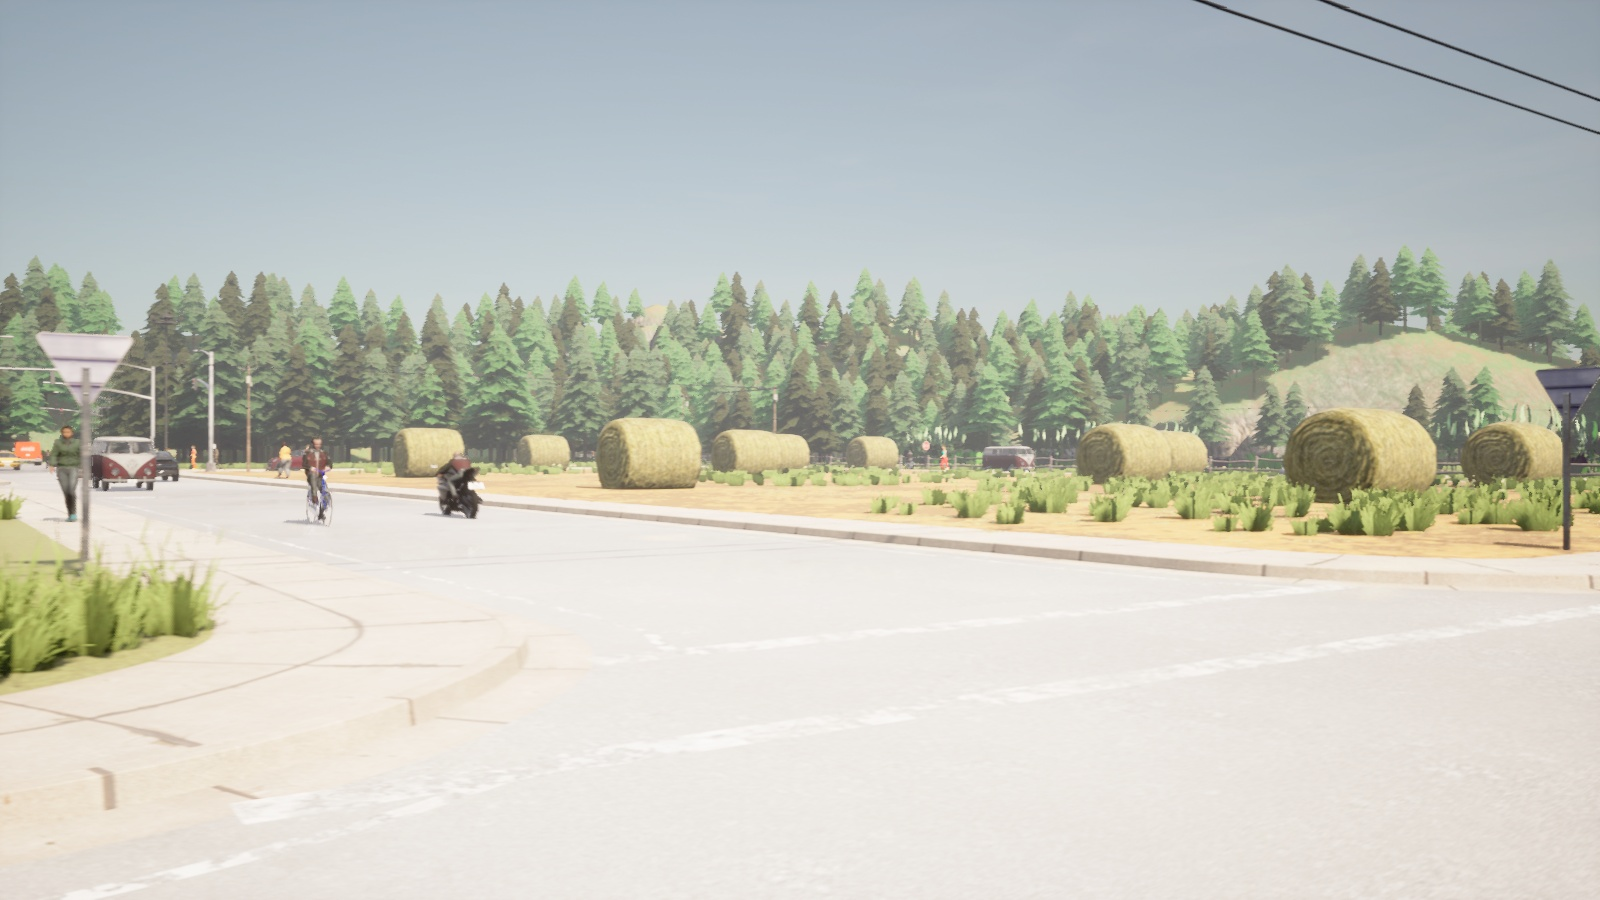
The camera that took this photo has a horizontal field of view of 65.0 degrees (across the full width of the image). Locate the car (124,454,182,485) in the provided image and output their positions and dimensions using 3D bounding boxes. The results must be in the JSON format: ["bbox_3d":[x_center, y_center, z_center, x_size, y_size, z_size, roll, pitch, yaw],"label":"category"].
[{"bbox_3d":[-32.137,0.946,62.302,1.837,1.490,4.892,0,0,-36],"label":"car"}]

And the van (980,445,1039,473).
[{"bbox_3d":[15.384,0.657,92.477,1.775,1.987,4.442,0,0,-32],"label":"van"}]

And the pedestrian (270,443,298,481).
[{"bbox_3d":[-25.084,0.585,61.013,0.900,1.855,0.874,0,0,26],"label":"pedestrian"}]

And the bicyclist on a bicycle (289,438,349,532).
[{"bbox_3d":[-9.519,0.670,24.831,0.659,1.776,1.843,0,0,-36],"label":"bicyclist on a bicycle"}]

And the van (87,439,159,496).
[{"bbox_3d":[-25.111,0.593,46.533,1.775,1.987,4.442,0,1,-36],"label":"van"}]

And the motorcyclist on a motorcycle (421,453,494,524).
[{"bbox_3d":[-7.757,0.840,28.377,0.866,1.530,2.191,0,0,-36],"label":"motorcyclist on a motorcycle"}]

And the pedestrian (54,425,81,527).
[{"bbox_3d":[-13.495,0.467,23.149,0.353,1.847,0.614,0,0,-22],"label":"pedestrian"}]
